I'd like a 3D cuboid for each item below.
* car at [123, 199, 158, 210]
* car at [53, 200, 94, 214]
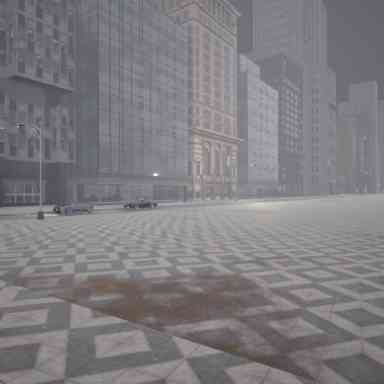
[{"bbox_3d":[-6.688,1.599,43.272,1.895,1.301,4.718,0,0,36],"label":"car"},{"bbox_3d":[-12.460,1.576,35.163,1.994,1.385,4.181,0,0,37],"label":"car"}]
